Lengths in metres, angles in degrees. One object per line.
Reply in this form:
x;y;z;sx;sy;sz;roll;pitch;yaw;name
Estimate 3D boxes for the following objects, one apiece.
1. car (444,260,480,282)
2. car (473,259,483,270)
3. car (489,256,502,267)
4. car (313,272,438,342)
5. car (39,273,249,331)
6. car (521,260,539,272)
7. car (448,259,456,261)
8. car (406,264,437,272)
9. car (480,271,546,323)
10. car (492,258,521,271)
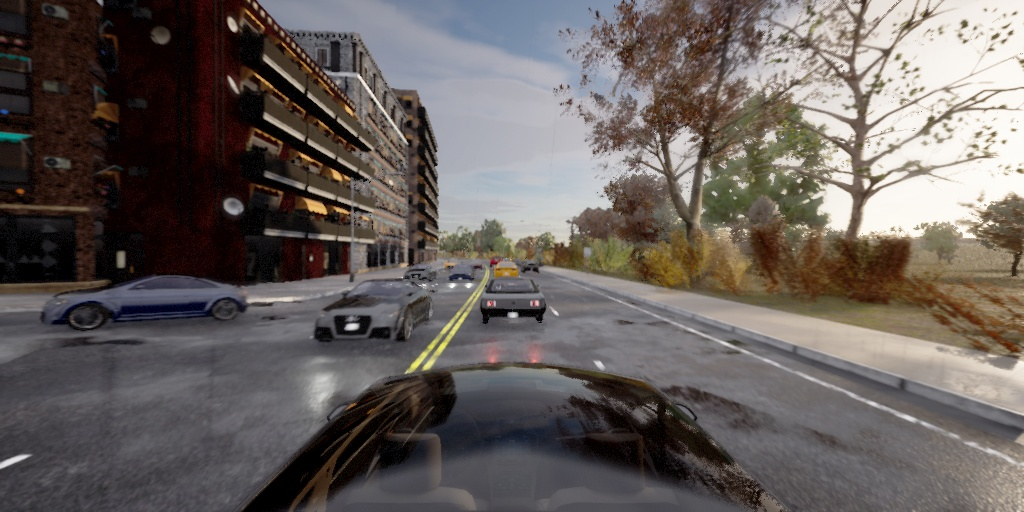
-3.930;1.292;29.074;2.033;1.411;5.357;0;0;-2;car
-5.122;1.208;50.907;1.882;1.535;5.008;0;0;-4;car
-2.800;0.940;63.639;2.150;2.045;5.566;0;1;-5;car
-3.427;1.315;9.626;1.994;1.385;4.181;0;0;-1;car
-10.213;1.200;10.404;1.994;1.385;4.181;2;-1;44;car
2.088;1.234;42.530;1.837;1.490;4.892;0;0;-3;car
-8.358;1.212;50.577;1.882;1.535;5.008;0;0;-4;car
-7.164;1.312;28.452;1.994;1.385;4.181;0;0;-2;car
-0.004;1.349;12.174;1.895;1.301;4.718;0;0;-1;car
-0.530;1.218;30.109;1.882;1.535;5.008;0;0;-2;car
